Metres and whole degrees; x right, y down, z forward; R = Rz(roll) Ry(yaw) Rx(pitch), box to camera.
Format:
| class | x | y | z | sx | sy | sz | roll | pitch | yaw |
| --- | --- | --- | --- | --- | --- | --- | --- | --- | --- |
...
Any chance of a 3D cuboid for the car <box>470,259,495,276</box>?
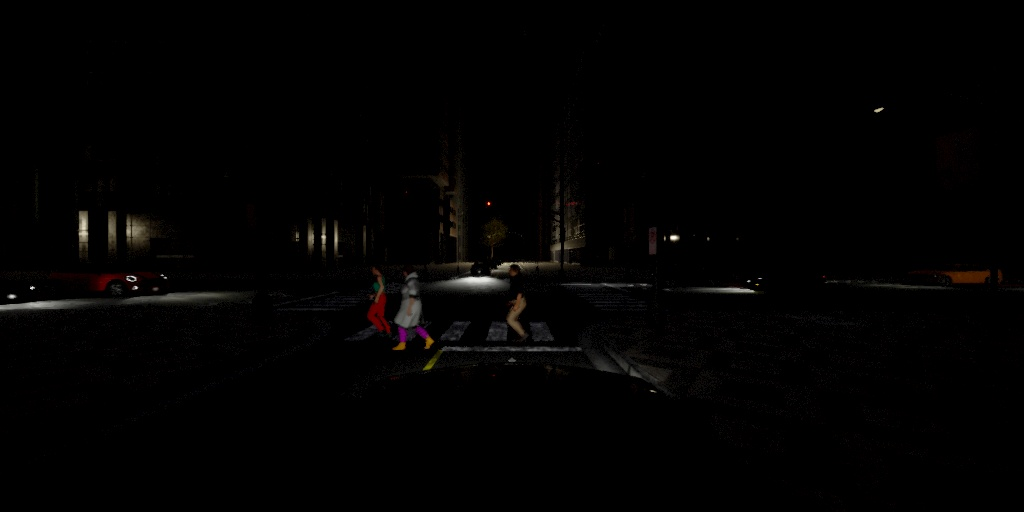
| class | x | y | z | sx | sy | sz | roll | pitch | yaw |
| --- | --- | --- | --- | --- | --- | --- | --- | --- | --- |
| car | -3.113 | 1.236 | 36.409 | 2.128 | 1.511 | 4.902 | 0 | 0 | 0 |

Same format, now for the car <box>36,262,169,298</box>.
| class | x | y | z | sx | sy | sz | roll | pitch | yaw |
| --- | --- | --- | --- | --- | --- | --- | --- | --- | --- |
| car | -20.214 | 1.088 | 18.081 | 4.553 | 1.767 | 2.097 | 0 | 0 | 0 |

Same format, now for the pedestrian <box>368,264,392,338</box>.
| class | x | y | z | sx | sy | sz | roll | pitch | yaw |
| --- | --- | --- | --- | --- | --- | --- | --- | --- | --- |
| pedestrian | -3.243 | 1.043 | 8.737 | 0.375 | 1.860 | 0.375 | 0 | 0 | 0 |

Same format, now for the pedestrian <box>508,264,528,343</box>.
| class | x | y | z | sx | sy | sz | roll | pitch | yaw |
| --- | --- | --- | --- | --- | --- | --- | --- | --- | --- |
| pedestrian | 0.148 | 1.043 | 8.138 | 0.375 | 1.860 | 0.375 | 0 | 0 | 0 |

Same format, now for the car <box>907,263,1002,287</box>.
| class | x | y | z | sx | sy | sz | roll | pitch | yaw |
| --- | --- | --- | --- | --- | --- | --- | --- | --- | --- |
| car | 30.257 | 1.253 | 24.603 | 5.008 | 1.535 | 1.882 | 0 | 0 | 0 |

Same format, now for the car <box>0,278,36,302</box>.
| class | x | y | z | sx | sy | sz | roll | pitch | yaw |
| --- | --- | --- | --- | --- | --- | --- | --- | --- | --- |
| car | -23.303 | 1.288 | 14.840 | 5.357 | 1.411 | 2.033 | 0 | 0 | 0 |

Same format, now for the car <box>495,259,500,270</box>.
| class | x | y | z | sx | sy | sz | roll | pitch | yaw |
| --- | --- | --- | --- | --- | --- | --- | --- | --- | --- |
| car | -3.142 | 1.250 | 52.714 | 1.837 | 1.490 | 4.892 | 0 | 0 | 0 |

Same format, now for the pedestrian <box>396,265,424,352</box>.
| class | x | y | z | sx | sy | sz | roll | pitch | yaw |
| --- | --- | --- | --- | --- | --- | --- | --- | --- | --- |
| pedestrian | -2.141 | 1.043 | 7.536 | 0.375 | 1.860 | 0.375 | 0 | 0 | 0 |

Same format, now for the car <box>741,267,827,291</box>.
| class | x | y | z | sx | sy | sz | roll | pitch | yaw |
| --- | --- | --- | --- | --- | --- | --- | --- | --- | --- |
| car | 16.144 | 1.326 | 21.407 | 4.181 | 1.385 | 1.994 | 0 | 0 | 0 |

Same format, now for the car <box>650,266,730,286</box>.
| class | x | y | z | sx | sy | sz | roll | pitch | yaw |
| --- | --- | --- | --- | --- | --- | --- | --- | --- | --- |
| car | 12.076 | 1.352 | 24.672 | 4.718 | 1.301 | 1.895 | 0 | 0 | 3 |
